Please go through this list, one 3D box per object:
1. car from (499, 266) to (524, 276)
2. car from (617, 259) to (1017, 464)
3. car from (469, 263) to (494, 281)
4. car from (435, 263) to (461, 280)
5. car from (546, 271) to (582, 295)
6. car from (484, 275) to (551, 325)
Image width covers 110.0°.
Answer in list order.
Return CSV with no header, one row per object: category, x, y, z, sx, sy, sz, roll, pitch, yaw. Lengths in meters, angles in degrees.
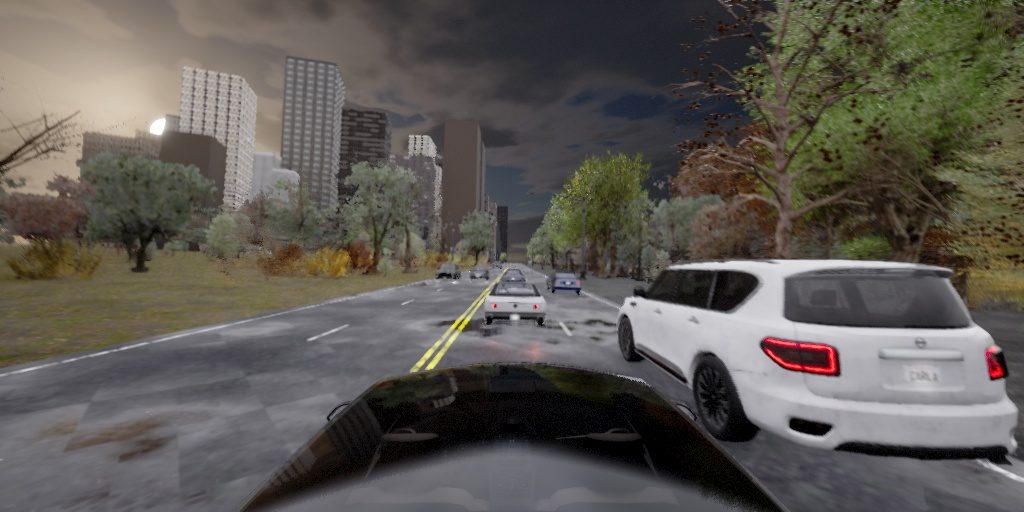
car,0.093,1.811,30.269,1.994,1.385,4.181,1,-1,0
car,3.331,1.097,5.544,2.150,2.045,5.566,1,-1,1
car,-3.343,1.801,37.885,2.128,1.511,4.902,1,-1,0
car,-6.590,1.586,37.469,2.097,1.767,4.553,1,-1,0
car,3.368,1.719,23.996,2.033,1.411,5.357,2,-1,0
car,0.094,1.555,12.804,1.895,1.301,4.718,1,-1,0
